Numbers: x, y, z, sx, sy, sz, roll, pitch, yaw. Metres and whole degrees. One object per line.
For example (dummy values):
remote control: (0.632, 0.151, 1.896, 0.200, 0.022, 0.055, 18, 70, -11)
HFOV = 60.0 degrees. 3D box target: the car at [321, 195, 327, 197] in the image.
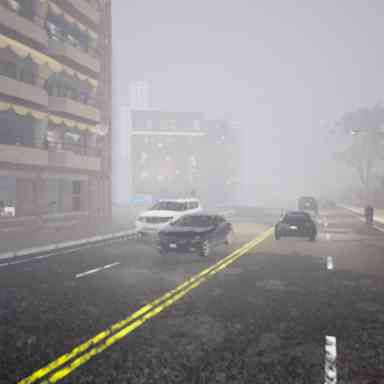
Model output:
car: (26.655, 1.728, 68.345, 2.150, 2.045, 5.566, 0, 0, 17)

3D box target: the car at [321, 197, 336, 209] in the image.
car: (22.141, 1.901, 53.913, 1.837, 1.490, 4.892, 0, -1, 19)

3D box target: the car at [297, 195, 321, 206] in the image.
car: (13.543, 1.521, 38.890, 2.150, 2.045, 5.566, 0, -1, 20)

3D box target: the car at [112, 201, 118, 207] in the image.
car: (-13.176, 1.582, 49.489, 4.206, 1.307, 1.802, 1, -1, -10)

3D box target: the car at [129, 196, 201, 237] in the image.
car: (-1.060, 1.395, 19.129, 2.150, 2.045, 5.566, 0, -1, 22)

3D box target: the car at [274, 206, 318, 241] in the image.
car: (5.662, 1.708, 17.950, 1.994, 1.385, 4.181, 0, -1, 22)

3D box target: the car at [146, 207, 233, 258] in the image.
car: (0.274, 1.599, 13.733, 1.882, 1.535, 5.008, 0, -1, 22)

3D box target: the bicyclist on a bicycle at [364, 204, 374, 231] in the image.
bicyclist on a bicycle: (11.202, 1.608, 21.008, 0.582, 1.620, 1.656, 0, -1, 21)
